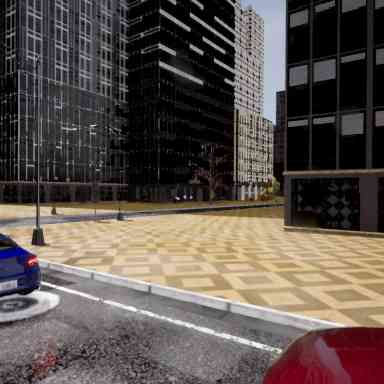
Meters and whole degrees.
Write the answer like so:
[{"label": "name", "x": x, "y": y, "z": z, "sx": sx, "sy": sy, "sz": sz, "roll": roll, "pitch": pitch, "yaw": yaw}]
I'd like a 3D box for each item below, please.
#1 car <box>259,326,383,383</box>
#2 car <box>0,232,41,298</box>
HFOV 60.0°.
[{"label": "car", "x": 2.419, "y": 1.564, "z": 1.950, "sx": 4.181, "sy": 1.385, "sz": 1.994, "roll": 0, "pitch": 0, "yaw": 35}, {"label": "car", "x": -5.179, "y": 1.523, "z": 7.384, "sx": 4.674, "sy": 1.442, "sz": 1.812, "roll": 0, "pitch": 0, "yaw": 36}]
